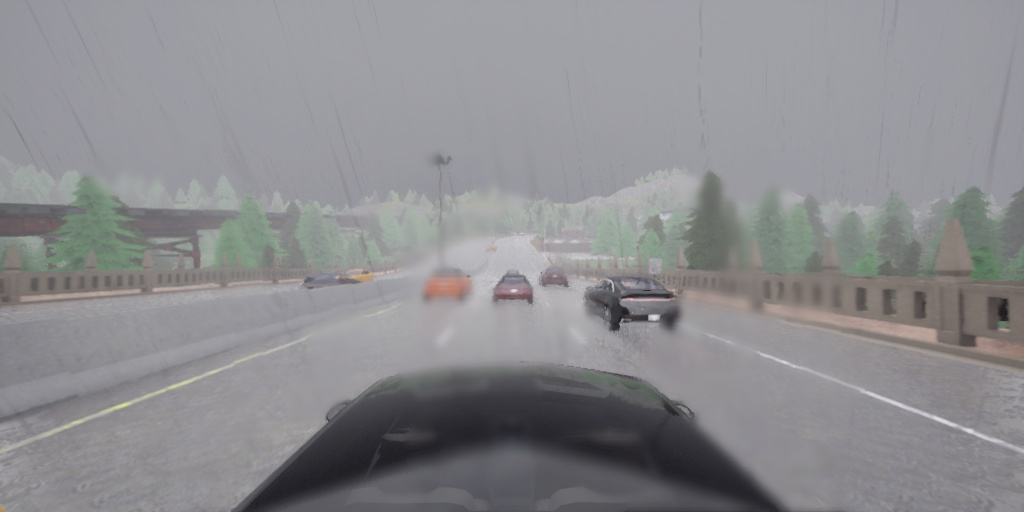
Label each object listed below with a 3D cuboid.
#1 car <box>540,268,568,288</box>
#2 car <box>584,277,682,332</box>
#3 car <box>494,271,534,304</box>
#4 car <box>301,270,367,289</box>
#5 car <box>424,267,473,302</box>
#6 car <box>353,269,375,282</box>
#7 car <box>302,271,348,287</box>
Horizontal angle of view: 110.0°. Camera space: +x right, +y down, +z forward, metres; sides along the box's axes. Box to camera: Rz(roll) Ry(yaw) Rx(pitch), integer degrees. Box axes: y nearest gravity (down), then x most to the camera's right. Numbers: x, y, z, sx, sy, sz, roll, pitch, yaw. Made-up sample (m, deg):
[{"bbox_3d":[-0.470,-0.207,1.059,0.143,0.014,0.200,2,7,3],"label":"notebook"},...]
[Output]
[{"bbox_3d":[3.612,1.795,31.526,2.097,1.767,4.553,0,-1,0],"label":"car"},{"bbox_3d":[3.604,1.405,11.497,2.128,1.511,4.902,0,-2,0],"label":"car"},{"bbox_3d":[0.107,1.678,18.967,1.994,1.385,4.181,0,-2,0],"label":"car"},{"bbox_3d":[-10.583,1.736,21.170,1.994,1.385,4.181,0,-2,0],"label":"car"},{"bbox_3d":[-3.392,1.493,19.988,2.097,1.767,4.553,0,-1,0],"label":"car"},{"bbox_3d":[-14.067,1.944,32.426,1.882,1.535,5.008,0,-2,0],"label":"car"},{"bbox_3d":[-17.548,2.108,33.961,1.895,1.301,4.718,0,-2,0],"label":"car"}]
